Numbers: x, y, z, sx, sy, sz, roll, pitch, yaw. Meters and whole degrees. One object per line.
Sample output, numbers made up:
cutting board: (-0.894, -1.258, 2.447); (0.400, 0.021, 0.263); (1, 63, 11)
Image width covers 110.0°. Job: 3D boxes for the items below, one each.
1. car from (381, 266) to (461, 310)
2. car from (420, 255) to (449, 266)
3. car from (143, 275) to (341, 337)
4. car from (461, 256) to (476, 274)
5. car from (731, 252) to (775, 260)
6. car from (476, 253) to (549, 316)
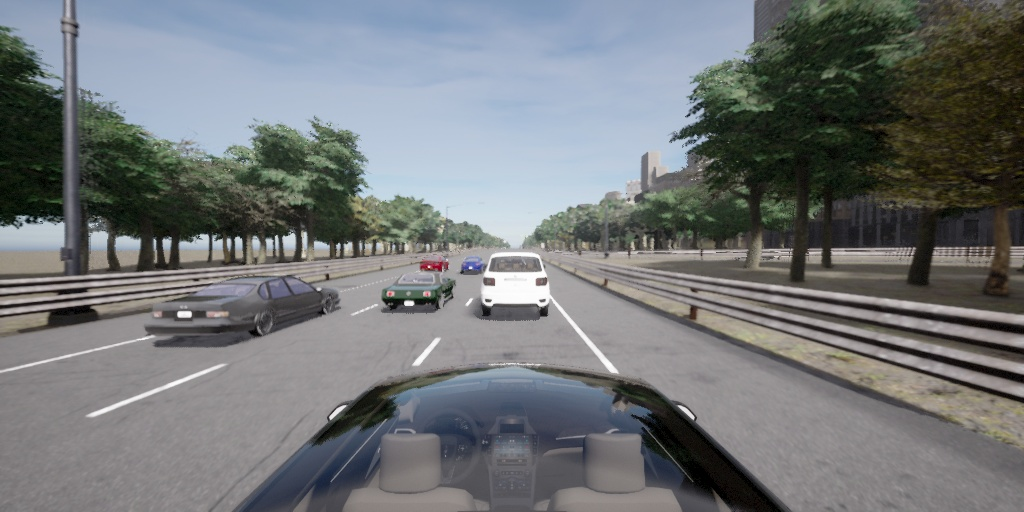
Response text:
car: (-3.399, 1.251, 14.116); (1.895, 1.301, 4.718); (0, 1, 0)
car: (-6.896, 0.685, 32.361); (1.882, 1.535, 5.008); (0, 2, 0)
car: (-6.899, 1.250, 10.063); (2.033, 1.411, 5.357); (0, 1, 0)
car: (-3.399, 0.746, 31.886); (1.812, 1.442, 4.674); (0, 2, 0)
car: (30.192, -0.237, 44.981); (1.812, 1.442, 4.674); (-1, 1, -40)
car: (0.101, 0.886, 13.169); (2.150, 2.045, 5.566); (0, 1, 0)
